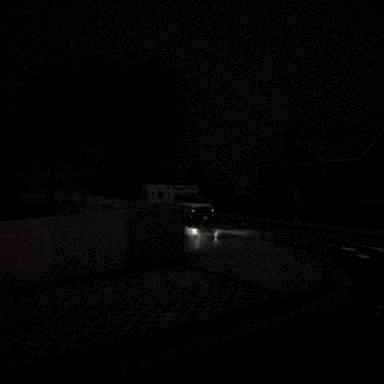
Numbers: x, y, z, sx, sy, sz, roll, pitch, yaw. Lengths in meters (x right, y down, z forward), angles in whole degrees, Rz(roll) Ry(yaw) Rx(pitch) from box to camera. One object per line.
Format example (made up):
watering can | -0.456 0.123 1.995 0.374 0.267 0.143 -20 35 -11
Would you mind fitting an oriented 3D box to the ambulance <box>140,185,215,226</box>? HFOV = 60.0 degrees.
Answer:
ambulance | -1.110 0.765 21.945 2.351 2.431 6.366 1 0 -36
